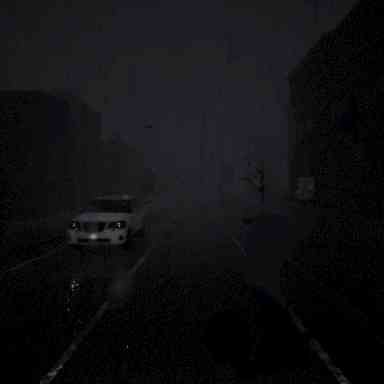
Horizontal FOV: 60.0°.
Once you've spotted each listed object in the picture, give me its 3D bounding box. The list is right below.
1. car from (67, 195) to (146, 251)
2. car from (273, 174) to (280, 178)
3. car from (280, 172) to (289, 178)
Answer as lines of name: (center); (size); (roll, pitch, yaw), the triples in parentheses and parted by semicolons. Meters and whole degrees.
car: (-3.326, 1.152, 14.101); (2.150, 2.045, 5.566); (0, 0, 1)
car: (23.609, -4.115, 87.227); (2.097, 1.535, 5.008); (0, 1, -3)
car: (24.004, -4.115, 81.715); (2.185, 1.767, 4.553); (0, 1, -4)
